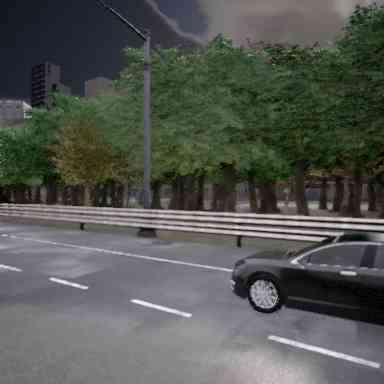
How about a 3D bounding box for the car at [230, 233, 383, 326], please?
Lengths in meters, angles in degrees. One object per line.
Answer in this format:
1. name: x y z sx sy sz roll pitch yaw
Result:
1. car: 3.041 1.507 5.998 4.892 1.490 1.837 0 0 35
